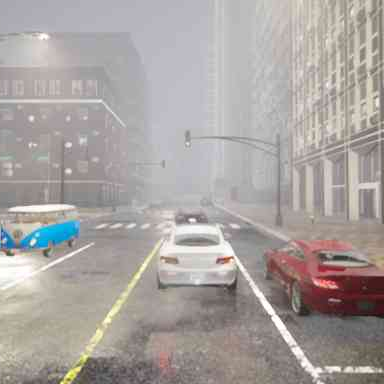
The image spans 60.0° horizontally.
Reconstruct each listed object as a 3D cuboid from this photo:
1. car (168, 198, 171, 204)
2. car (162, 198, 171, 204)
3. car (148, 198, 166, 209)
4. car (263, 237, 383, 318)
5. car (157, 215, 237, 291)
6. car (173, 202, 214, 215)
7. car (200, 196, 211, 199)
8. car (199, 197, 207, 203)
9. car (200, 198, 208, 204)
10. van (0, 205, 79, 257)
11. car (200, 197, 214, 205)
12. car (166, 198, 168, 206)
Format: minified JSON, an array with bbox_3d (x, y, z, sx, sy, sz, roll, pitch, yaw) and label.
[{"bbox_3d":[-5.607,1.932,62.162,1.947,1.339,4.313,1,0,0],"label":"car"},{"bbox_3d":[-5.595,2.014,73.471,1.802,1.307,4.206,1,0,0],"label":"car"},{"bbox_3d":[-5.620,1.852,50.853,2.008,1.369,4.403,1,0,0],"label":"car"},{"bbox_3d":[2.710,1.626,7.243,1.802,1.307,4.206,1,0,0],"label":"car"},{"bbox_3d":[0.116,1.580,9.078,1.812,1.442,4.674,0,0,0],"label":"car"},{"bbox_3d":[-0.123,1.628,20.831,2.163,1.488,4.792,0,0,-3],"label":"car"},{"bbox_3d":[2.777,1.681,62.156,2.192,1.841,5.009,1,0,0],"label":"car"},{"bbox_3d":[2.799,2.048,84.773,2.008,1.369,4.403,1,0,0],"label":"car"},{"bbox_3d":[2.792,2.047,79.118,1.802,1.307,4.206,1,0,0],"label":"car"},{"bbox_3d":[-5.747,1.419,12.938,1.690,1.788,3.998,1,0,0],"label":"van"},{"bbox_3d":[2.766,1.915,56.500,1.802,1.307,4.206,1,0,0],"label":"car"},{"bbox_3d":[-5.614,1.884,56.507,2.008,1.369,4.403,1,0,0],"label":"car"}]
